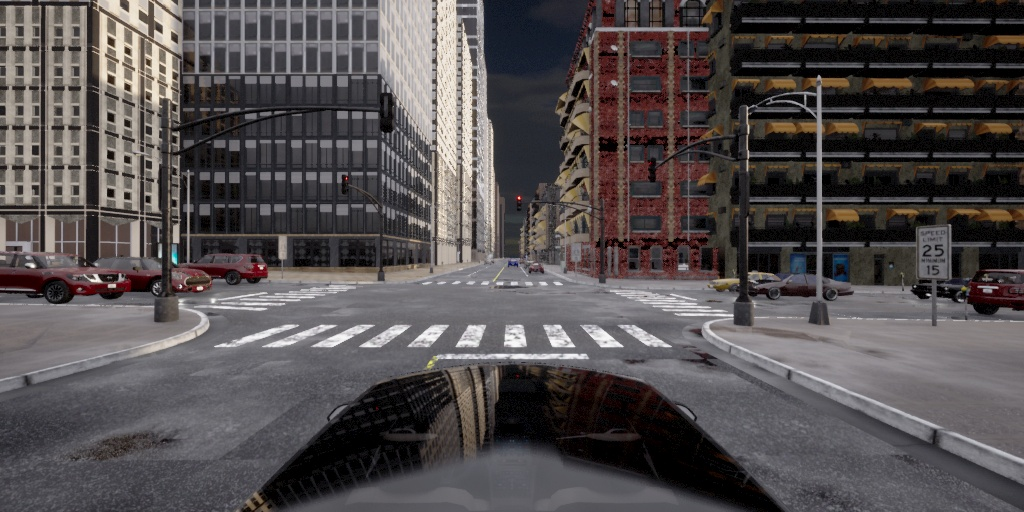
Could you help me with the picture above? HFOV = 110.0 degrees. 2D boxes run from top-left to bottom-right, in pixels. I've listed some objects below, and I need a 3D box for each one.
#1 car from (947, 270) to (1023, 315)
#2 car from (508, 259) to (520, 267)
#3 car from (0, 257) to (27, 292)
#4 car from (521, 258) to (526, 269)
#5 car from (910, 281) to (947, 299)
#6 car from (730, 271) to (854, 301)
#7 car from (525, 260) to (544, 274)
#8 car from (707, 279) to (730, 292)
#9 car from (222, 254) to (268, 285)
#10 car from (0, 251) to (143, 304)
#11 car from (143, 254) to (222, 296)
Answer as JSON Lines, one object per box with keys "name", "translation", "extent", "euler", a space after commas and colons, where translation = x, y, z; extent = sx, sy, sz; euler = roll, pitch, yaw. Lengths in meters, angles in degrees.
{"name": "car", "translation": [20.616, 1.461, 13.750], "extent": [5.009, 1.841, 2.192], "euler": [0, 0, 0]}
{"name": "car", "translation": [0.191, 1.252, 65.122], "extent": [1.882, 1.535, 5.008], "euler": [0, 0, 0]}
{"name": "car", "translation": [-25.382, 0.780, 15.970], "extent": [5.008, 1.535, 1.882], "euler": [1, 0, 0]}
{"name": "car", "translation": [2.766, 1.317, 54.686], "extent": [2.007, 1.370, 4.403], "euler": [0, 0, 0]}
{"name": "car", "translation": [24.889, 1.839, 19.539], "extent": [4.718, 1.301, 1.895], "euler": [1, 0, -1]}
{"name": "car", "translation": [15.259, 1.610, 19.468], "extent": [5.357, 1.411, 2.033], "euler": [1, 0, 0]}
{"name": "car", "translation": [2.798, 1.341, 41.769], "extent": [1.802, 1.307, 4.207], "euler": [0, 0, 0]}
{"name": "car", "translation": [14.660, 1.587, 22.055], "extent": [4.829, 1.417, 1.751], "euler": [0, 0, 0]}
{"name": "car", "translation": [-17.681, 0.776, 21.819], "extent": [5.009, 1.841, 2.192], "euler": [0, 0, 0]}
{"name": "car", "translation": [-17.558, 0.757, 13.439], "extent": [5.009, 1.841, 2.192], "euler": [0, 0, 0]}
{"name": "car", "translation": [-16.268, 0.825, 16.074], "extent": [4.553, 1.767, 2.097], "euler": [1, 0, -2]}
